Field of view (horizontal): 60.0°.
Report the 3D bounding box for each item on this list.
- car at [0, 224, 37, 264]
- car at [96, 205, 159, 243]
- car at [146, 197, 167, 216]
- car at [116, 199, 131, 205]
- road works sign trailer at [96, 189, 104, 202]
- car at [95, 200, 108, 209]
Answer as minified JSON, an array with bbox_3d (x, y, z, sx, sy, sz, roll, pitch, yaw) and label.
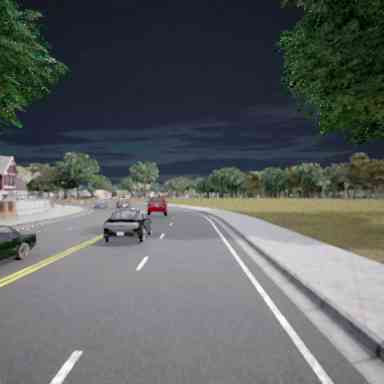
[{"bbox_3d":[-6.605,1.690,9.979,1.895,1.301,4.718,0,-1,0],"label":"car"},{"bbox_3d":[-3.157,1.642,17.053,2.128,1.511,4.902,0,-1,0],"label":"car"},{"bbox_3d":[-3.962,1.537,37.140,2.150,2.045,5.566,0,0,-7],"label":"car"},{"bbox_3d":[-10.751,1.926,51.973,2.128,1.511,4.902,0,0,-18],"label":"car"},{"bbox_3d":[-24.637,1.117,88.356,2.880,3.560,2.380,-1,0,43],"label":"road works sign trailer"},{"bbox_3d":[-14.405,1.981,52.808,1.812,1.442,4.674,0,0,-19],"label":"car"}]
